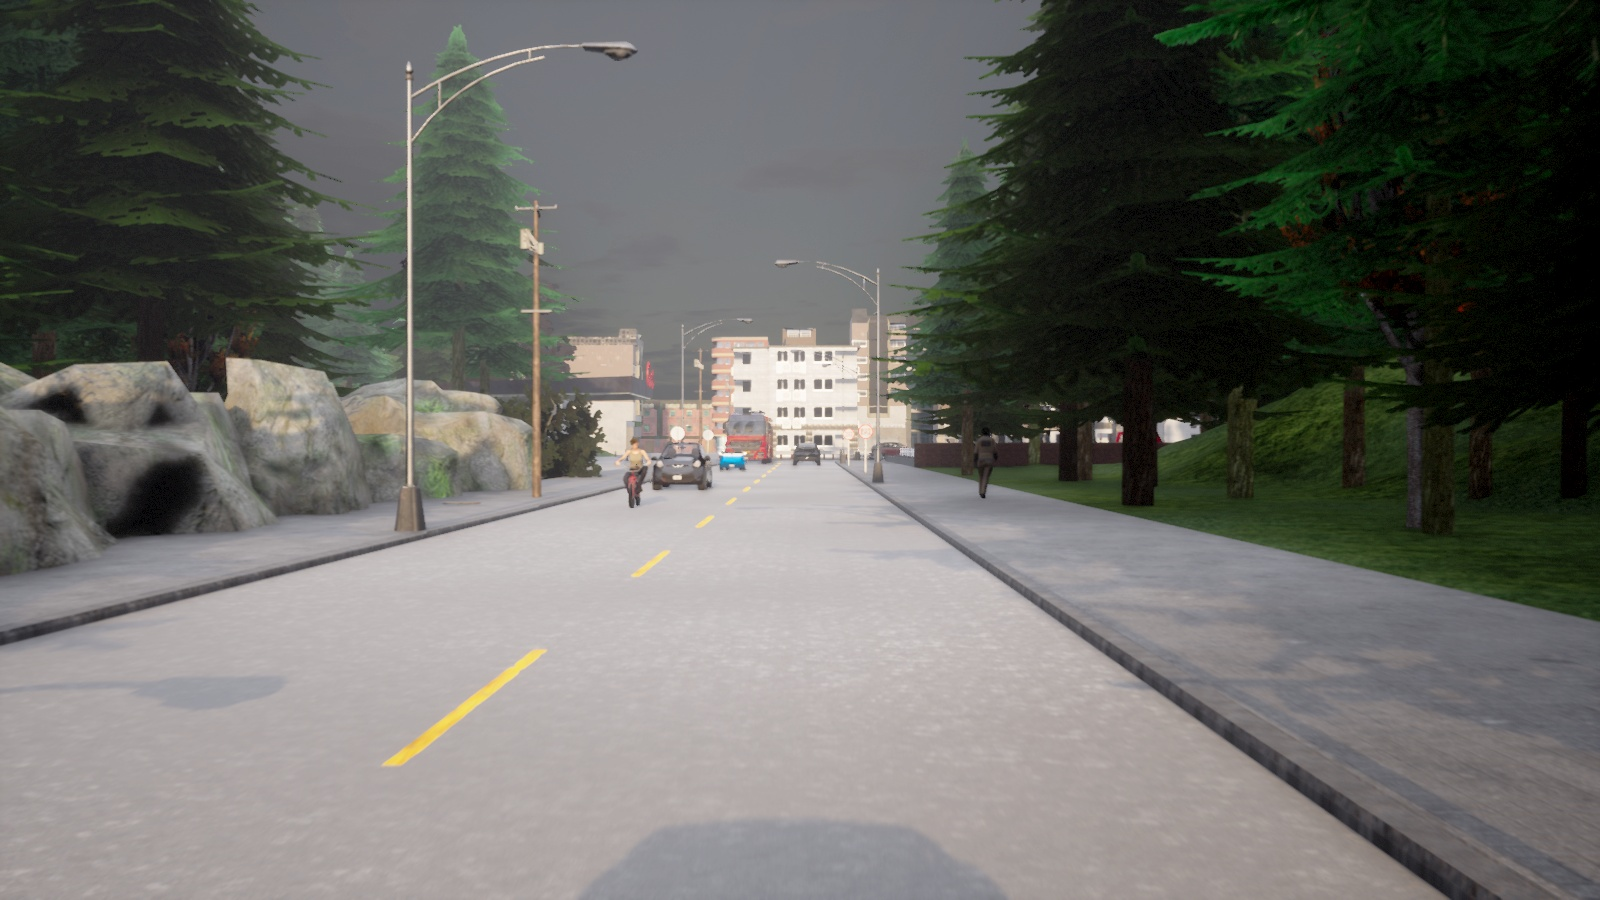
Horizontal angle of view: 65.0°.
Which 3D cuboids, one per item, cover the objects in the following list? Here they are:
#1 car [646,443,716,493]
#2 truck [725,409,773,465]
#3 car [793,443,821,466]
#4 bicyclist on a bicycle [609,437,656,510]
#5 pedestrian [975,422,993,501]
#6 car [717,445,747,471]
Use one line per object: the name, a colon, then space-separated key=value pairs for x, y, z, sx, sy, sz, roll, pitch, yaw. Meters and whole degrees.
car: x=-3.754 y=0.529 z=40.124 sx=1.845 sy=1.501 sz=3.633 roll=0 pitch=1 yaw=0
truck: x=-3.591 y=-0.931 z=90.420 sx=2.891 sy=3.827 sz=8.468 roll=0 pitch=0 yaw=2
car: x=0.455 y=0.277 z=84.288 sx=1.837 sy=1.490 sz=4.892 roll=0 pitch=0 yaw=0
bicyclist on a bicycle: x=-3.815 y=0.518 z=28.769 sx=0.866 sy=1.612 sz=1.509 roll=0 pitch=0 yaw=1
pedestrian: x=4.546 y=0.285 z=30.990 sx=0.396 sy=1.930 sz=0.692 roll=0 pitch=0 yaw=12
car: x=-3.619 y=0.417 z=67.505 sx=1.481 sy=1.376 sz=2.207 roll=0 pitch=0 yaw=0
